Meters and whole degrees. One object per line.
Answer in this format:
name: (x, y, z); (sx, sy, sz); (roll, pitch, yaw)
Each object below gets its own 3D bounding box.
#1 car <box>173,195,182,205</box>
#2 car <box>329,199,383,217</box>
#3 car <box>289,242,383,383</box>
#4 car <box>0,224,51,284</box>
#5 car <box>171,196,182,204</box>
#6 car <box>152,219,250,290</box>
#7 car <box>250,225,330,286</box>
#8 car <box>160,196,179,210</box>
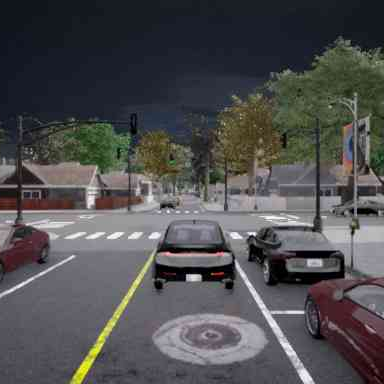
car: (-3.093, 1.360, 53.693); (2.097, 1.767, 4.553); (0, 0, 0)
car: (14.550, 1.385, 28.947); (4.902, 1.511, 2.128); (0, 0, -2)
car: (2.639, 1.580, 3.709); (1.802, 1.307, 4.206); (0, 0, 0)
car: (-5.382, 1.578, 9.232); (1.802, 1.307, 4.206); (0, 0, 0)
car: (-3.049, 1.497, 66.803); (1.882, 1.535, 5.008); (0, 0, 0)
car: (0.061, 1.488, 9.029); (2.128, 1.511, 4.902); (0, 0, 1)
car: (2.643, 1.562, 9.228); (1.947, 1.339, 4.313); (0, 0, 0)
car: (-3.101, 1.602, 43.722); (1.895, 1.301, 4.718); (0, 0, 1)
